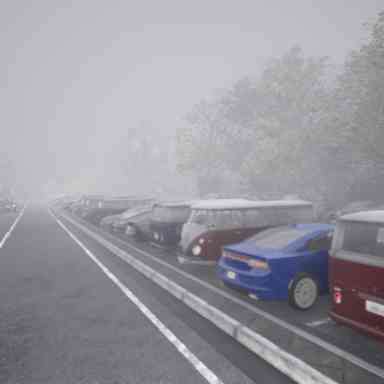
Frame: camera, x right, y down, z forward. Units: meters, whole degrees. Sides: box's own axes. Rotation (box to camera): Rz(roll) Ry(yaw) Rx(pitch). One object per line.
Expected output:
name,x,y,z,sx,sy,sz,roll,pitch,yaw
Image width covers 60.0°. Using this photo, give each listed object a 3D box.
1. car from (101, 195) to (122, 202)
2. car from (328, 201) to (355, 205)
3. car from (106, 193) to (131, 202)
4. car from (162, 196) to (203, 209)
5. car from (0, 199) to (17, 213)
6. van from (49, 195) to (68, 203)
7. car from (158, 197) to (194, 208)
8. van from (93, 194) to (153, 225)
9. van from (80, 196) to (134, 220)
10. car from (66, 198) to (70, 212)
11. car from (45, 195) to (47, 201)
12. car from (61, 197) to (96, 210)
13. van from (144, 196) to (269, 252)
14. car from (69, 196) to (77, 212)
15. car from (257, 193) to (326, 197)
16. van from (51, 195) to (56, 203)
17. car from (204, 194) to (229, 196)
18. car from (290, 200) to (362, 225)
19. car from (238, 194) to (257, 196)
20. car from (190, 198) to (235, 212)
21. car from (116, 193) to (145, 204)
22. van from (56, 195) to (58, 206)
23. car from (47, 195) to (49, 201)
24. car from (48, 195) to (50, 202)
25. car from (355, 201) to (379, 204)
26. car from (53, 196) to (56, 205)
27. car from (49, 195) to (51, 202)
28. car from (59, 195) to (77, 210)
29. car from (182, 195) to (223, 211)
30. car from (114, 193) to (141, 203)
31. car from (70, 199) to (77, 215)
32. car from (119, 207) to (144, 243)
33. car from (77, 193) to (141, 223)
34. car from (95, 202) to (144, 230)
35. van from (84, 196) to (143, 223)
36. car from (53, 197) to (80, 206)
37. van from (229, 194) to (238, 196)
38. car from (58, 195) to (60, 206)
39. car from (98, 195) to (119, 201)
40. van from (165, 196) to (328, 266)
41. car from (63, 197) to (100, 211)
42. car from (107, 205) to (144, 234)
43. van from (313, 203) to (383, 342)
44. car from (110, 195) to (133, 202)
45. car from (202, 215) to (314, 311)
car,-21.633,1.711,89.282,5.008,1.535,2.097,-1,0,-26
car,10.847,1.373,21.530,4.792,1.488,2.163,-1,0,-26
car,-18.045,1.400,81.740,5.566,2.045,2.435,-1,0,-26
car,-1.304,1.478,46.496,5.366,1.575,1.946,-1,0,-26
car,-23.216,1.738,41.754,2.097,1.767,4.553,-1,0,-26
van,-34.480,1.718,86.100,4.442,1.987,1.878,-1,0,-26
car,-2.333,1.491,49.082,4.892,1.521,2.231,-1,0,-26
van,-4.166,1.382,22.918,4.442,1.987,1.878,-1,0,-26
van,-7.803,1.417,30.499,4.442,1.987,1.878,-1,0,-26
car,-11.545,1.720,38.030,4.674,1.452,2.002,-1,0,-26
car,-32.135,1.653,81.006,5.566,2.045,2.435,-1,0,-26
car,-16.424,1.601,48.127,4.553,1.767,2.185,-1,0,-26
van,0.687,1.294,12.802,4.442,1.987,1.878,-1,0,-26
car,-10.304,1.542,35.517,4.553,1.767,2.185,-1,0,-26
car,8.439,1.130,26.542,5.566,2.045,2.435,-1,0,-26
van,-23.778,1.573,63.254,4.442,1.987,1.878,-1,0,-26
car,3.688,1.180,36.577,5.566,2.045,2.435,-1,0,-26
car,9.696,1.391,24.065,4.792,1.488,2.163,-1,0,-26
car,7.289,1.145,29.070,5.566,2.045,2.435,-1,0,-26
car,2.440,1.474,39.056,4.792,1.488,2.163,-1,0,-26
car,-13.279,1.344,71.807,5.566,2.045,2.435,-1,0,-26
van,-18.928,1.526,53.145,4.442,1.987,1.878,-1,0,-26
car,-29.757,1.895,75.928,4.792,1.488,2.163,-1,0,-26
car,-27.311,1.833,70.882,5.008,1.535,2.097,-1,0,-26
car,12.238,1.308,19.124,5.366,1.575,1.946,-1,0,-26
car,-20.036,1.762,55.721,5.008,1.535,2.097,-1,0,-26
car,-25.927,1.814,68.440,5.366,1.575,1.946,-1,0,-26
car,-12.785,1.441,40.546,5.566,2.045,2.435,-1,0,-26
car,1.290,1.329,41.585,4.553,1.767,2.185,-1,0,-26
car,-14.431,1.355,74.207,5.566,2.045,2.435,-1,0,-26
car,-9.123,1.658,32.974,4.892,1.521,2.231,-1,0,-26
car,-0.599,1.580,15.291,4.792,1.488,2.163,-1,0,-26
car,-5.509,1.371,25.381,5.566,2.045,2.435,-1,0,-26
car,-3.047,1.592,20.340,4.892,1.521,2.231,-1,0,-26
van,-6.591,1.406,27.971,4.442,1.987,1.878,-1,0,-26
car,-24.855,1.837,65.845,4.792,1.488,2.163,-1,0,-26
van,6.168,1.181,31.611,4.442,1.987,1.878,-1,0,-26
car,-13.998,1.452,43.073,5.566,2.045,2.435,-1,0,-26
car,-23.000,1.731,91.716,5.366,1.575,1.946,-1,0,-26
van,1.688,1.270,10.175,4.442,1.987,1.878,-1,0,-26
car,-15.211,1.590,45.600,4.553,1.767,2.185,-1,0,-26
car,-1.842,1.613,17.808,4.674,1.452,2.002,-1,0,-26
van,4.325,1.200,5.218,4.442,1.987,1.878,-1,0,-26
car,-16.814,1.635,79.238,5.008,1.535,2.097,-1,0,-26
car,3.007,1.461,7.692,5.008,1.535,2.097,-1,0,-26
